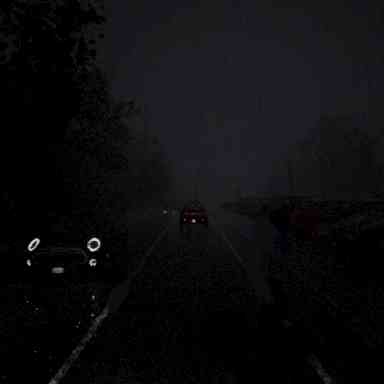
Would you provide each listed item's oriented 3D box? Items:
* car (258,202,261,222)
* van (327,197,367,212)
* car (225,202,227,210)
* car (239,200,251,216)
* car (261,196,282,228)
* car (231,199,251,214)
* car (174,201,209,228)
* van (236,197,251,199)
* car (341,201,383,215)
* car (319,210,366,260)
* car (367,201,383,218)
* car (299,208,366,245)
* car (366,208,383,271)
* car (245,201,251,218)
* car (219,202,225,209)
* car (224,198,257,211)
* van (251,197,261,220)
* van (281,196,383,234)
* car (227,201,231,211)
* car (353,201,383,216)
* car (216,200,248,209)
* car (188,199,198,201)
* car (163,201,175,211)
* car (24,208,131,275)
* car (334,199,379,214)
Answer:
[{"bbox_3d":[7.104,1.558,21.709,4.792,1.488,2.163,0,0,0],"label":"car"},{"bbox_3d":[20.316,1.652,43.695,4.442,1.987,1.878,0,-1,0],"label":"van"},{"bbox_3d":[7.149,1.912,43.921,4.792,1.488,2.163,0,-1,0],"label":"car"},{"bbox_3d":[7.062,1.691,30.044,4.792,1.488,2.163,0,-1,0],"label":"car"},{"bbox_3d":[7.098,1.248,18.959,5.566,2.045,2.435,0,0,0],"label":"car"},{"bbox_3d":[7.108,1.750,35.595,5.008,1.535,2.097,0,-1,0],"label":"car"},{"bbox_3d":[0.113,1.603,23.040,2.128,1.511,4.902,0,-1,0],"label":"car"},{"bbox_3d":[7.225,1.568,38.374,4.442,1.987,1.878,0,-1,0],"label":"van"},{"bbox_3d":[20.183,1.791,38.277,5.008,1.535,2.097,0,-1,0],"label":"car"},{"bbox_3d":[7.047,1.501,10.631,5.008,1.535,2.097,0,0,0],"label":"car"},{"bbox_3d":[20.171,1.702,32.611,4.892,1.521,2.231,0,-1,0],"label":"car"},{"bbox_3d":[7.061,1.540,13.407,4.674,1.452,2.002,0,0,0],"label":"car"},{"bbox_3d":[7.015,1.375,7.854,4.553,1.767,2.185,0,0,0],"label":"car"},{"bbox_3d":[7.089,1.657,27.266,4.674,1.452,2.002,0,-1,0],"label":"car"},{"bbox_3d":[7.097,1.676,46.702,5.566,2.045,2.435,0,-1,0],"label":"car"},{"bbox_3d":[7.163,1.848,49.471,4.553,1.767,2.185,0,-1,0],"label":"car"},{"bbox_3d":[6.964,1.347,24.495,4.442,1.987,1.878,0,-1,0],"label":"van"},{"bbox_3d":[6.947,1.274,16.183,4.442,1.987,1.878,0,0,0],"label":"van"},{"bbox_3d":[7.117,1.878,41.146,4.674,1.452,2.002,0,-1,0],"label":"car"},{"bbox_3d":[20.177,1.745,35.381,5.008,1.535,2.097,0,-1,0],"label":"car"},{"bbox_3d":[6.963,2.150,57.785,5.366,1.575,1.946,0,-1,0],"label":"car"},{"bbox_3d":[0.139,1.716,41.876,2.097,1.767,4.553,0,-1,0],"label":"car"},{"bbox_3d":[-3.278,2.074,50.714,2.033,1.411,5.357,0,-1,0],"label":"car"},{"bbox_3d":[-3.345,1.377,10.565,2.097,1.767,4.553,0,0,0],"label":"car"},{"bbox_3d":[20.162,1.708,40.924,4.553,1.767,2.185,0,-1,0],"label":"car"}]
